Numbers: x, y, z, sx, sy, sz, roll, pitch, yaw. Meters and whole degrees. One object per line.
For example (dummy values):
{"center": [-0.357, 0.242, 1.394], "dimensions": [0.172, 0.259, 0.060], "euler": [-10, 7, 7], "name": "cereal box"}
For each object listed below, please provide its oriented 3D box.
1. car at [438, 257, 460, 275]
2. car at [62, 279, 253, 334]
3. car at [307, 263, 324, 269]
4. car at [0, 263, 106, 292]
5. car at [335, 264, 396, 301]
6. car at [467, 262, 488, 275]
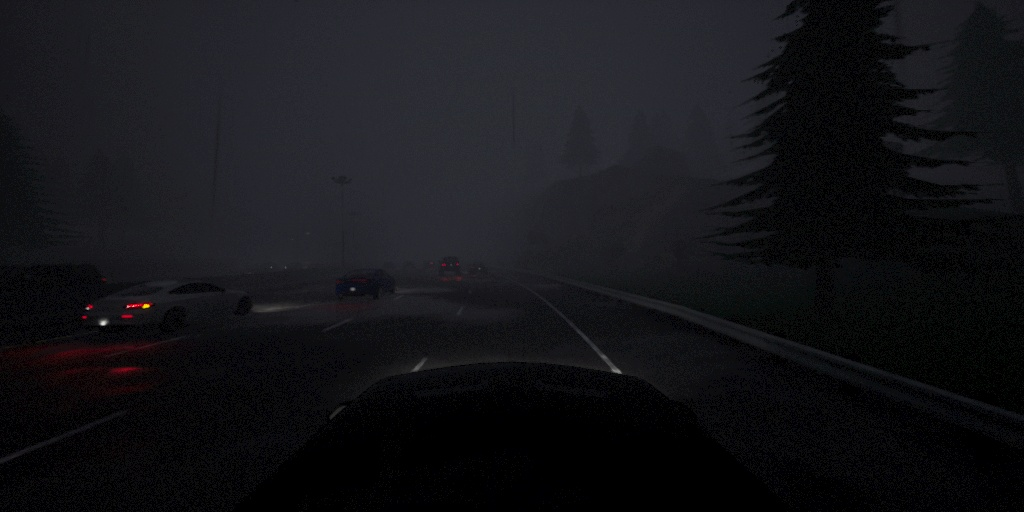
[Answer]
{"center": [-7.313, 1.098, 41.624], "dimensions": [2.150, 2.045, 5.566], "euler": [0, 0, -15], "name": "car"}
{"center": [-10.555, 1.469, 11.470], "dimensions": [1.812, 1.442, 4.674], "euler": [-1, 0, -3], "name": "car"}
{"center": [-29.844, 1.819, 54.624], "dimensions": [1.812, 1.442, 4.674], "euler": [-1, 0, -19], "name": "car"}
{"center": [-21.533, 1.367, 15.831], "dimensions": [2.150, 2.045, 5.566], "euler": [-1, 0, -4], "name": "car"}
{"center": [-7.446, 1.363, 18.717], "dimensions": [1.882, 1.535, 5.008], "euler": [-1, 0, -5], "name": "car"}
{"center": [-4.058, 1.382, 41.818], "dimensions": [1.994, 1.385, 4.181], "euler": [-1, 0, -13], "name": "car"}
